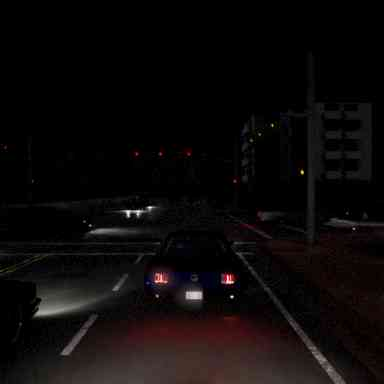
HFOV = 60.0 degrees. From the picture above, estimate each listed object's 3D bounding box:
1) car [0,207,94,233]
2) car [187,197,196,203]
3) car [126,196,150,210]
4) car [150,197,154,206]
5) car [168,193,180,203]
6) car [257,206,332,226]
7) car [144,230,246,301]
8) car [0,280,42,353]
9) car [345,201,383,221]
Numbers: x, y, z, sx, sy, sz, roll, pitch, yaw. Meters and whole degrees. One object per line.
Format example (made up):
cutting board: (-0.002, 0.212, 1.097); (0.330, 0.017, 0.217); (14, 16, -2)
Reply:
car: (-8.514, 1.548, 19.139); (5.357, 1.411, 2.033); (0, 0, 0)
car: (-0.147, 1.601, 67.360); (1.895, 1.301, 4.718); (0, 0, 0)
car: (-7.178, 1.547, 43.300); (2.033, 1.411, 5.357); (0, 0, 0)
car: (-7.195, 1.505, 53.446); (1.837, 1.490, 4.892); (0, 0, 0)
car: (-3.647, 1.221, 67.338); (2.150, 2.045, 5.566); (0, 0, 0)
car: (7.050, 1.601, 23.024); (4.718, 1.301, 1.895); (0, 0, -3)
car: (0.114, 1.601, 8.291); (1.895, 1.301, 4.718); (0, 0, 2)
car: (-3.452, 1.547, 3.087); (2.033, 1.411, 5.357); (0, 0, 0)
car: (15.001, 1.505, 27.013); (4.892, 1.490, 1.837); (0, 0, -2)
